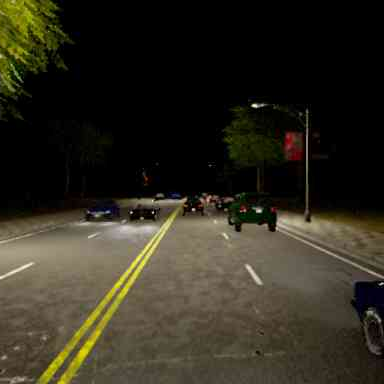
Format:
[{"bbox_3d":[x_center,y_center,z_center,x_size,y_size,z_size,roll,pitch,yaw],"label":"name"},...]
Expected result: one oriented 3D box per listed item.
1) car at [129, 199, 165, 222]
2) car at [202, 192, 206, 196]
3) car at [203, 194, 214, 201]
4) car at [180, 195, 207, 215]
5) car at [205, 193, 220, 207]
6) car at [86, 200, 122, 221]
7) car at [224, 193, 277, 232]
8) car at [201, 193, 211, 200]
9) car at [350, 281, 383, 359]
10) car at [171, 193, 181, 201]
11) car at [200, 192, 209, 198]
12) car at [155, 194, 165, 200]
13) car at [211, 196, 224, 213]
[{"bbox_3d":[-3.331,1.437,24.402,1.895,1.301,4.718,0,0,0],"label":"car"},{"bbox_3d":[3.292,0.976,56.067,2.097,1.767,4.553,0,0,0],"label":"car"},{"bbox_3d":[3.300,1.081,67.098,2.033,1.411,5.357,0,0,0],"label":"car"},{"bbox_3d":[0.124,1.322,30.635,1.812,1.442,4.674,0,0,0],"label":"car"},{"bbox_3d":[3.284,1.194,45.099,2.128,1.511,4.902,0,0,0],"label":"car"},{"bbox_3d":[-6.579,1.356,25.327,1.812,1.442,4.674,0,0,0],"label":"car"},{"bbox_3d":[3.367,1.083,19.389,2.150,2.045,5.566,0,-1,0],"label":"car"},{"bbox_3d":[3.308,0.988,78.098,2.033,1.411,5.357,0,0,0],"label":"car"},{"bbox_3d":[3.353,1.580,2.964,1.895,1.301,4.718,0,0,0],"label":"car"},{"bbox_3d":[-3.203,1.007,67.497,1.882,1.535,5.008,0,1,0],"label":"car"},{"bbox_3d":[3.316,0.839,89.097,2.128,1.511,4.902,0,0,0],"label":"car"},{"bbox_3d":[-6.450,1.071,67.423,2.033,1.411,5.357,0,1,0],"label":"car"},{"bbox_3d":[3.275,1.374,34.131,1.895,1.301,4.718,0,0,0],"label":"car"}]
